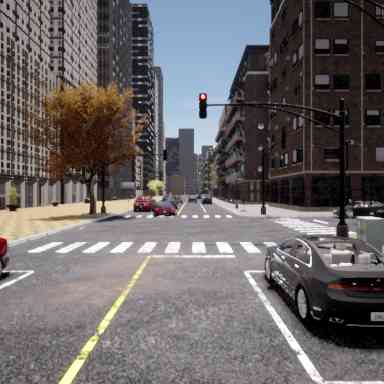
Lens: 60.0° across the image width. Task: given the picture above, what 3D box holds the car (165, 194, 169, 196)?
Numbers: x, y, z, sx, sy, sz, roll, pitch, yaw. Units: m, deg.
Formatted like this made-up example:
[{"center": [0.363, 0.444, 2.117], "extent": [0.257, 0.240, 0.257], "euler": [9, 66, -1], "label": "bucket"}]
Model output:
[{"center": [-5.581, 1.625, 72.487], "extent": [1.947, 1.339, 4.313], "euler": [0, 0, 0], "label": "car"}]

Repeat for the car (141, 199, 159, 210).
[{"center": [-5.624, 1.591, 44.872], "extent": [1.947, 1.339, 4.313], "euler": [0, 0, 0], "label": "car"}]

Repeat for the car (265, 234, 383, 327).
[{"center": [2.698, 1.551, 6.948], "extent": [2.008, 1.369, 4.403], "euler": [0, 0, 0], "label": "car"}]

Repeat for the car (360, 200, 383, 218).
[{"center": [14.824, 1.342, 23.770], "extent": [4.181, 1.385, 1.994], "euler": [-1, 0, 0], "label": "car"}]

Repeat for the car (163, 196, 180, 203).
[{"center": [-3.026, 1.589, 45.892], "extent": [1.994, 1.385, 4.181], "euler": [0, 0, 0], "label": "car"}]

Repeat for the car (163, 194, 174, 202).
[{"center": [-5.573, 1.383, 78.009], "extent": [2.192, 1.841, 5.009], "euler": [0, 0, 0], "label": "car"}]

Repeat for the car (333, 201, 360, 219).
[{"center": [13.465, 1.349, 26.337], "extent": [4.403, 1.369, 2.008], "euler": [-1, 1, 0], "label": "car"}]

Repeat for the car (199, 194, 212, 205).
[{"center": [2.783, 1.609, 61.427], "extent": [1.947, 1.339, 4.313], "euler": [0, 0, 0], "label": "car"}]

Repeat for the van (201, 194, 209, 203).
[{"center": [2.799, 1.400, 72.474], "extent": [1.690, 1.788, 3.998], "euler": [0, 0, 0], "label": "van"}]

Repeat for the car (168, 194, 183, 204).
[{"center": [-2.938, 1.399, 65.181], "extent": [2.097, 1.767, 4.553], "euler": [0, 0, 1], "label": "car"}]

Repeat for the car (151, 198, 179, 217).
[{"center": [-2.626, 1.576, 31.494], "extent": [1.994, 1.385, 4.181], "euler": [0, 0, -6], "label": "car"}]

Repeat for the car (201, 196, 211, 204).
[{"center": [2.792, 1.576, 67.120], "extent": [1.752, 1.417, 4.829], "euler": [0, 0, 0], "label": "car"}]

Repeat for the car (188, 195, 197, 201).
[{"center": [0.121, 1.460, 79.084], "extent": [2.033, 1.411, 5.357], "euler": [0, 0, 0], "label": "car"}]

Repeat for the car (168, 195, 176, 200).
[{"center": [-5.547, 1.651, 94.578], "extent": [2.008, 1.369, 4.403], "euler": [0, 0, 0], "label": "car"}]

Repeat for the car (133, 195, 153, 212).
[{"center": [-5.633, 1.335, 39.349], "extent": [2.192, 1.841, 5.009], "euler": [0, 0, 0], "label": "car"}]

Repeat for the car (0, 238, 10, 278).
[{"center": [-5.682, 1.545, 6.961], "extent": [1.887, 1.381, 4.507], "euler": [0, 0, 0], "label": "car"}]

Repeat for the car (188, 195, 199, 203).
[{"center": [0.104, 1.544, 68.661], "extent": [2.128, 1.511, 4.902], "euler": [0, 0, 0], "label": "car"}]
